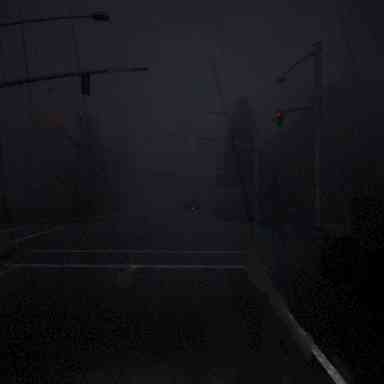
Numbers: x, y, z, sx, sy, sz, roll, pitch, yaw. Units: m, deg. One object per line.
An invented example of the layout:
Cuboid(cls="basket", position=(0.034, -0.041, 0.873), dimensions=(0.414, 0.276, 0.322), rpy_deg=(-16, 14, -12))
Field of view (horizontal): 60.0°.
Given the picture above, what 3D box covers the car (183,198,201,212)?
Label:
Cuboid(cls="car", position=(0.009, 1.509, 38.857), dimensions=(1.837, 1.490, 4.892), rpy_deg=(0, 0, -2))
